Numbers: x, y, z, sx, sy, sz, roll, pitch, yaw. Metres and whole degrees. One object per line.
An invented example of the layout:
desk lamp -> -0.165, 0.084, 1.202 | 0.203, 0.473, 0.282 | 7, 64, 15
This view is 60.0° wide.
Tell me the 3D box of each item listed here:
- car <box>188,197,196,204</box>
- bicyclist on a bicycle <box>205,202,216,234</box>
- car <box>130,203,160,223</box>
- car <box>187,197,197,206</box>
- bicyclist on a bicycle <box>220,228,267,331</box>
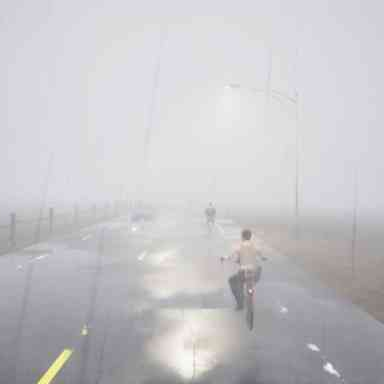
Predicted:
car -> 0.009, 1.926, 77.170 | 1.837, 1.490, 4.892 | 0, -1, 0
bicyclist on a bicycle -> 0.966, 1.409, 17.507 | 0.659, 1.776, 1.843 | 0, 0, 0
car -> -3.598, 1.625, 26.596 | 2.033, 1.411, 5.357 | 0, 0, 0
car -> 0.044, 1.776, 61.218 | 2.128, 1.511, 4.902 | 0, 0, 1
bicyclist on a bicycle -> 0.944, 1.445, 5.905 | 0.866, 1.612, 1.509 | 0, -1, 0
